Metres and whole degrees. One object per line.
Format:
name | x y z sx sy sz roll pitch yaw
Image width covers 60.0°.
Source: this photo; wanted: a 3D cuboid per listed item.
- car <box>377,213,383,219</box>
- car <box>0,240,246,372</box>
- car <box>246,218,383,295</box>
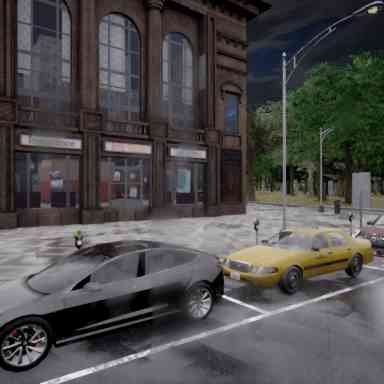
car | 7.475 1.441 11.988 4.097 1.590 1.967 0 0 -36
car | -1.376 1.566 5.668 4.313 1.339 1.947 0 0 -36
car | 2.911 1.525 8.730 4.829 1.417 1.752 0 0 -36
